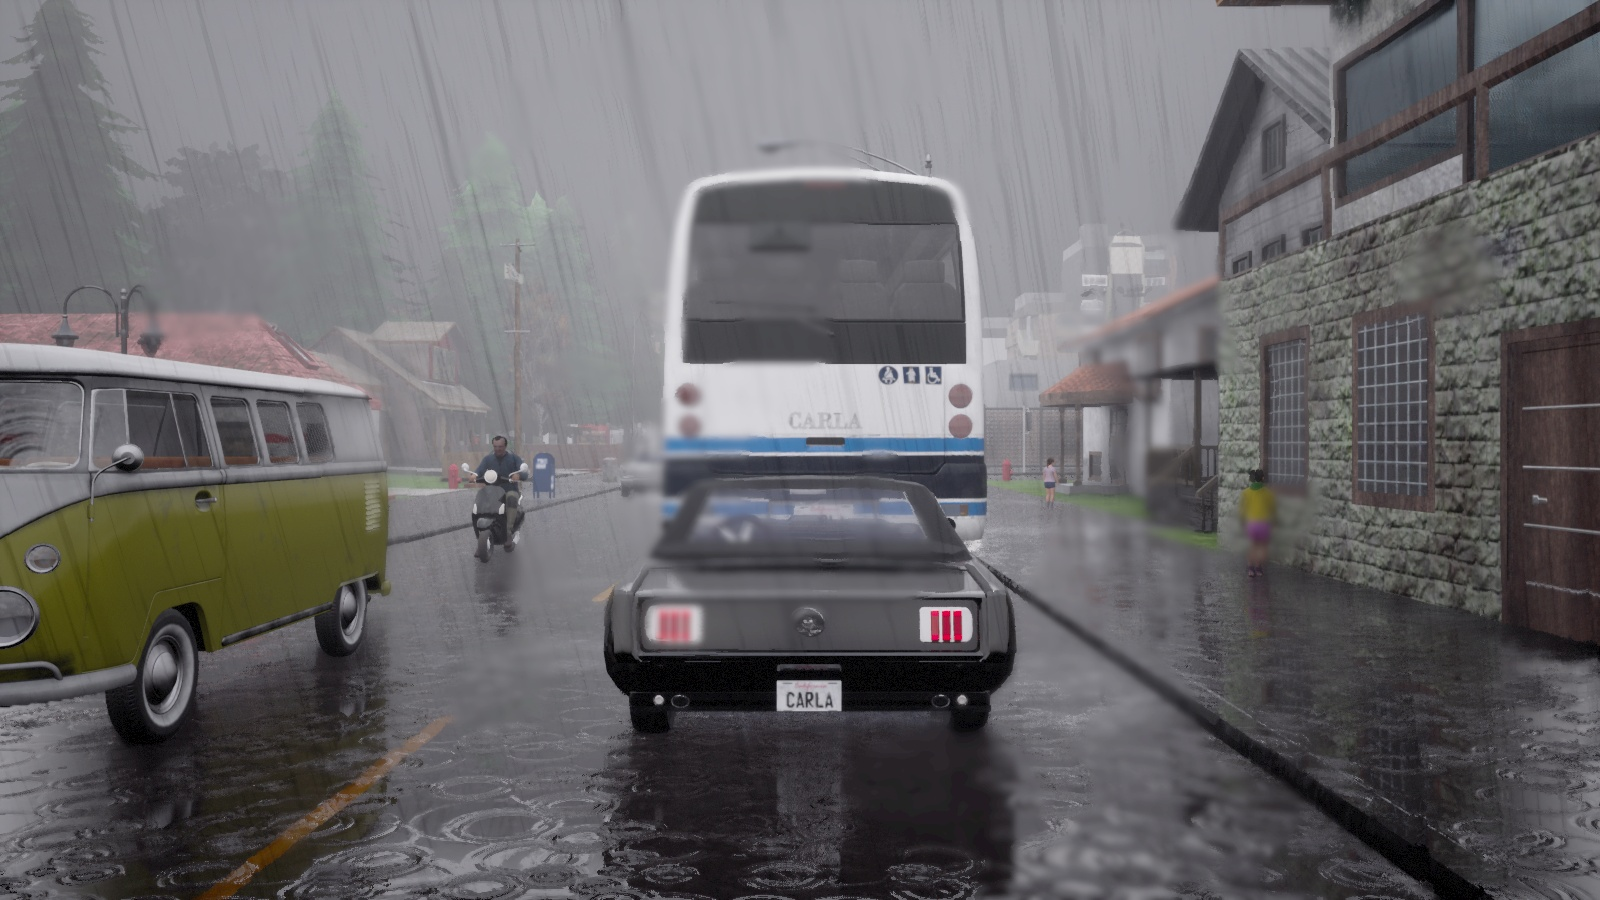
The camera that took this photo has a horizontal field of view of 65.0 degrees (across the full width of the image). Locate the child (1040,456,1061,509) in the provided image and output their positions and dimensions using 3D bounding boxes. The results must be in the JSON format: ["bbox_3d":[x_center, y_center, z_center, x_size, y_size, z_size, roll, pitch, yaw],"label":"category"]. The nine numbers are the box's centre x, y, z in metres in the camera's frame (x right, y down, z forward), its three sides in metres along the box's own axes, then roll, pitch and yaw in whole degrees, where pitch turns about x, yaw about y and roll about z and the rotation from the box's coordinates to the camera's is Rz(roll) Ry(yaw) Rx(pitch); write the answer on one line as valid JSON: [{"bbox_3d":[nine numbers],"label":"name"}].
[{"bbox_3d":[5.334,0.689,26.747,0.394,1.110,0.255,0,0,-42],"label":"child"}]

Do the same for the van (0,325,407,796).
[{"bbox_3d":[-3.948,0.454,7.526,1.775,1.987,4.442,0,0,0],"label":"van"}]

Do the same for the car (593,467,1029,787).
[{"bbox_3d":[0.053,0.803,7.818,1.895,1.301,4.718,0,0,0],"label":"car"}]

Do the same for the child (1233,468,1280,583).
[{"bbox_3d":[4.712,0.767,12.958,0.299,1.160,0.473,0,0,40],"label":"child"}]

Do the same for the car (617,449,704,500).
[{"bbox_3d":[-3.821,0.645,35.160,1.895,1.301,4.718,0,0,0],"label":"car"}]

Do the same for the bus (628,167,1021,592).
[{"bbox_3d":[0.139,-0.730,17.748,3.944,4.253,10.273,0,0,-1],"label":"bus"}]

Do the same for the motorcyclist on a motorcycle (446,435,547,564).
[{"bbox_3d":[-3.907,0.605,16.322,0.866,1.590,1.817,0,0,0],"label":"motorcyclist on a motorcycle"}]
